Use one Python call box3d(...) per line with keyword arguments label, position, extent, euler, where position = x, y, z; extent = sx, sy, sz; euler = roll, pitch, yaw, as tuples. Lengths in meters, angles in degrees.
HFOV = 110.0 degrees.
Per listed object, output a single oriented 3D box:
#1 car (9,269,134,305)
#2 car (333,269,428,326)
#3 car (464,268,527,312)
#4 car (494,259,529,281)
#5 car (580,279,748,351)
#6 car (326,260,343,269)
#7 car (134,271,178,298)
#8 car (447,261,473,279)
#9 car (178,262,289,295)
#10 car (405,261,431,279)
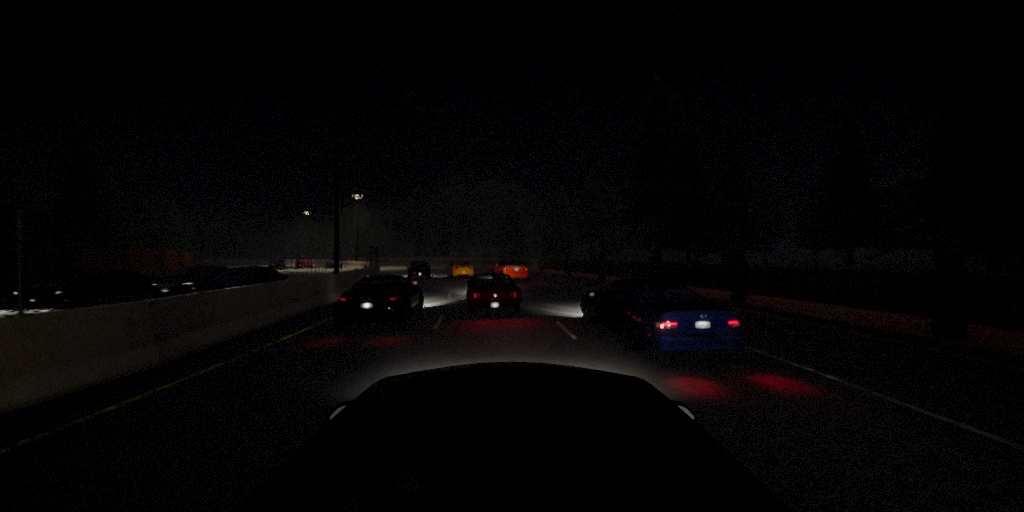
box3d(label="car", position=(-19.034, 1.330, 16.520), extent=(2.033, 1.411, 5.357), euler=(0, 0, -10))
box3d(label="car", position=(-4.123, 1.302, 11.676), extent=(1.994, 1.385, 4.181), euler=(0, 0, -6))
box3d(label="car", position=(-0.832, 1.320, 14.044), extent=(1.895, 1.301, 4.718), euler=(0, 0, -7))
box3d(label="car", position=(-0.180, 1.028, 28.749), extent=(2.097, 1.767, 4.553), euler=(0, 0, -14))
box3d(label="car", position=(3.211, 1.265, 8.899), extent=(2.033, 1.411, 5.357), euler=(0, 0, -4))
box3d(label="car", position=(-27.309, 1.256, 54.988), extent=(2.033, 1.411, 5.357), euler=(0, 0, -33))
box3d(label="car", position=(-15.880, 1.257, 18.320), extent=(2.128, 1.511, 4.902), euler=(0, 0, -11))
box3d(label="car", position=(-4.633, 1.163, 31.772), extent=(1.882, 1.535, 5.008), euler=(0, 0, -16))
box3d(label="car", position=(-11.941, 1.234, 16.098), extent=(1.882, 1.535, 5.008), euler=(0, 0, -9))
box3d(label="car", position=(-8.189, 1.205, 31.428), extent=(1.837, 1.490, 4.892), euler=(0, 0, -17))
